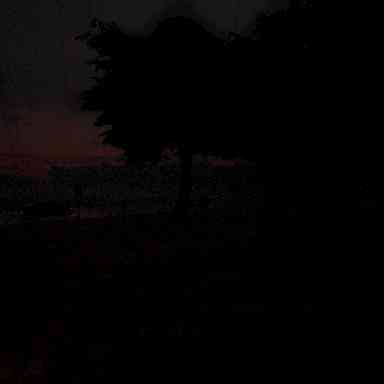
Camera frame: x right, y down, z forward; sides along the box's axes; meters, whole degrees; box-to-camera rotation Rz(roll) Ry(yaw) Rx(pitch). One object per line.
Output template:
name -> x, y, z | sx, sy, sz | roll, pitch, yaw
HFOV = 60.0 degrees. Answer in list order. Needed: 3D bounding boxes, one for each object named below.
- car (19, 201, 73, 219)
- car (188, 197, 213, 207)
car -> -12.886, 1.505, 29.655 | 1.812, 1.442, 4.674 | 3, 2, 34
car -> 1.365, 1.562, 51.839 | 2.033, 1.411, 5.357 | 3, 1, 31
